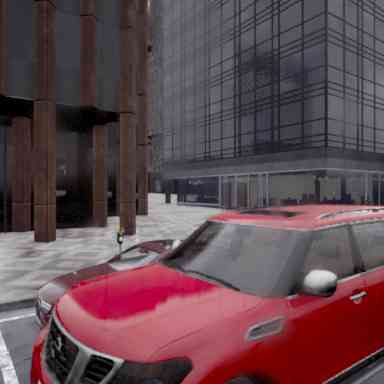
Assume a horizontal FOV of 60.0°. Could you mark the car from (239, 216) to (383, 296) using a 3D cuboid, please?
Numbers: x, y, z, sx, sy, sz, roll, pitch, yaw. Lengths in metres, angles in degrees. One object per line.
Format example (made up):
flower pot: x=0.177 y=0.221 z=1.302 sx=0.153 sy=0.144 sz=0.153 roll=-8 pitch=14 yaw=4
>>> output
car: x=3.687 y=1.525 z=9.263 sx=4.829 sy=1.417 sz=1.752 roll=0 pitch=0 yaw=-35

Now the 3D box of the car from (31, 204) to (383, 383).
car: x=1.106 y=1.221 z=4.160 sx=5.566 sy=2.045 sz=2.150 roll=0 pitch=0 yaw=-35

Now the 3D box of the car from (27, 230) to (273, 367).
car: x=-0.606 y=1.582 z=6.211 sx=4.206 sy=1.307 sz=1.802 roll=0 pitch=0 yaw=-35
